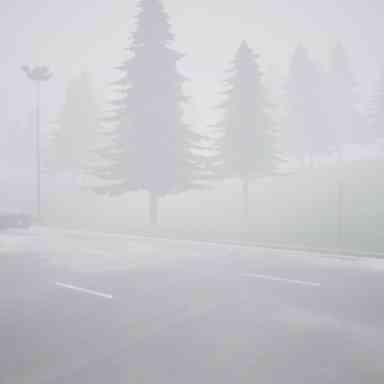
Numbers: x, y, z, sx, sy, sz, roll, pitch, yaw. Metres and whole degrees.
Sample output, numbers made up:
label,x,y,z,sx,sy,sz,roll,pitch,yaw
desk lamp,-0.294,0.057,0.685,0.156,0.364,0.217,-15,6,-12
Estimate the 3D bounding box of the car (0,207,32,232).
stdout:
label,x,y,z,sx,sy,sz,roll,pitch,yaw
car,-12.314,1.702,21.381,5.008,1.535,1.882,-1,0,36
